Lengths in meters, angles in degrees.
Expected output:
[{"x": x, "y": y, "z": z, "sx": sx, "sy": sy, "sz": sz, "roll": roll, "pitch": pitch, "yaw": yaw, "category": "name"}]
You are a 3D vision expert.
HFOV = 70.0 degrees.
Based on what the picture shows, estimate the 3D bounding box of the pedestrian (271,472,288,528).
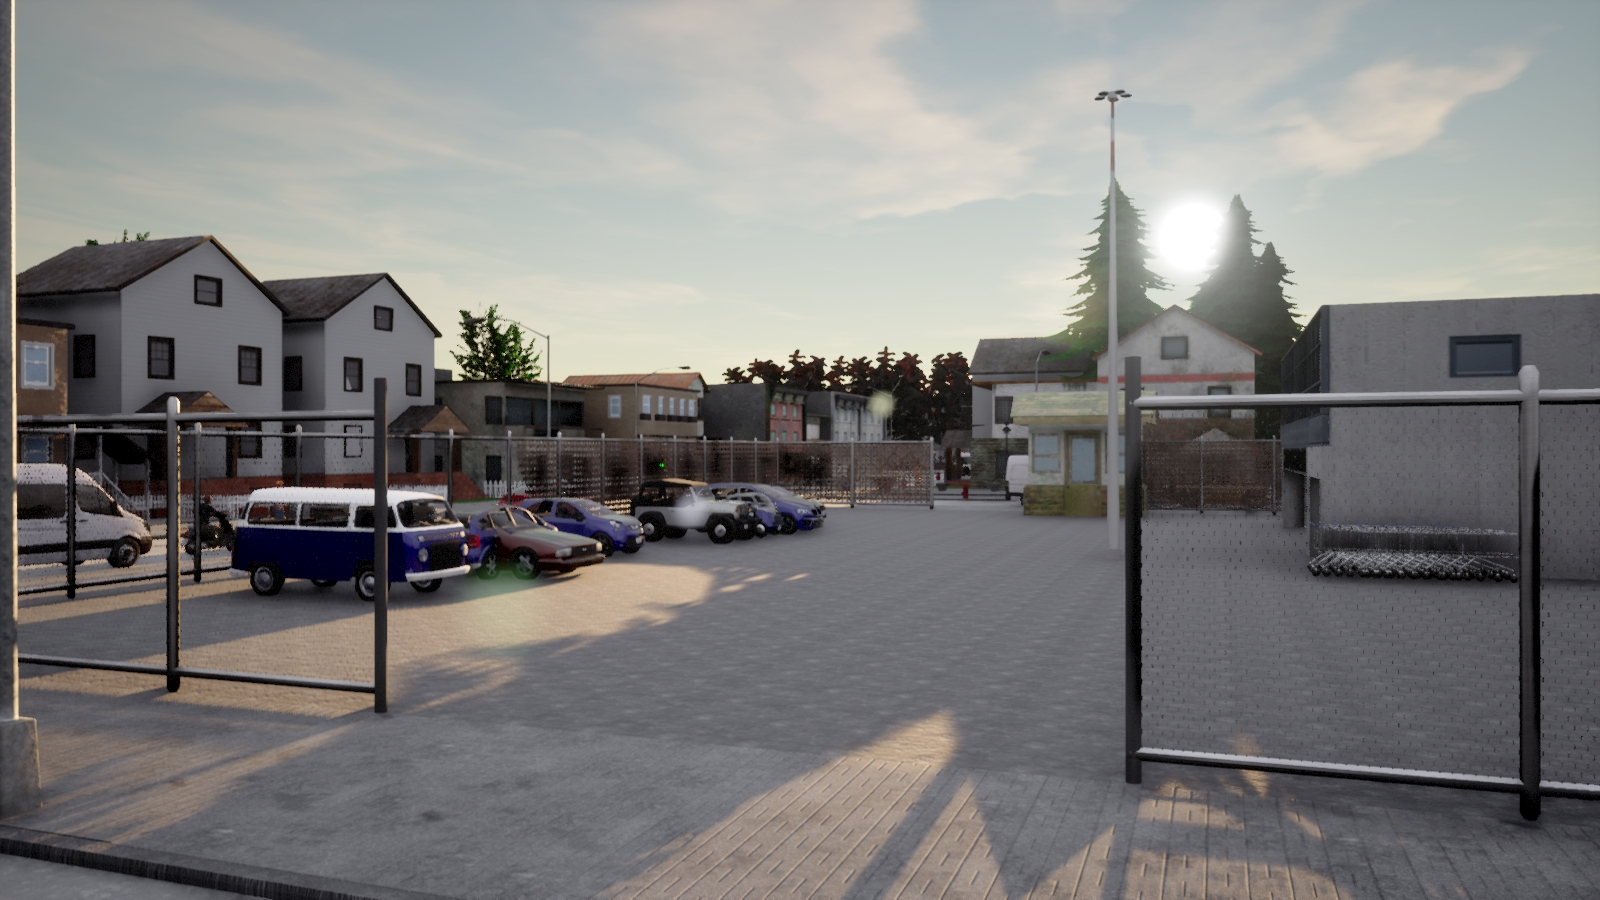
[{"x": -17.487, "y": 1.682, "z": 38.395, "sx": 0.375, "sy": 1.860, "sz": 0.375, "roll": 0, "pitch": 0, "yaw": 3, "category": "pedestrian"}]

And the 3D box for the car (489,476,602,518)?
[{"x": -10.348, "y": 1.888, "z": 46.850, "sx": 2.231, "sy": 1.480, "sz": 4.892, "roll": 0, "pitch": 0, "yaw": 20, "category": "car"}]

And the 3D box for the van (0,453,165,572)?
[{"x": -17.855, "y": 1.361, "z": 26.182, "sx": 1.988, "sy": 2.561, "sz": 5.915, "roll": 0, "pitch": 0, "yaw": 20, "category": "van"}]
